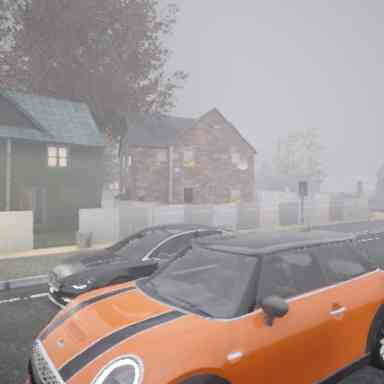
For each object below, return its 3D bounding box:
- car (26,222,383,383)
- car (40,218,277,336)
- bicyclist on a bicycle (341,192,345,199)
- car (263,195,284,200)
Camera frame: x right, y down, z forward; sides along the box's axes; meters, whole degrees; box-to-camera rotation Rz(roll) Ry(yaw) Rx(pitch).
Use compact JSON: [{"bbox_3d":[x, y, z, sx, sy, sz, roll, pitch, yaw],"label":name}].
[{"bbox_3d":[0.541,1.335,4.040,4.553,1.767,2.097,-1,0,-35],"label":"car"},{"bbox_3d":[-0.497,1.484,7.291,4.892,1.490,1.837,0,0,-35],"label":"car"},{"bbox_3d":[19.556,0.771,43.180,1.656,1.620,0.582,1,1,-20],"label":"bicyclist on a bicycle"},{"bbox_3d":[11.847,0.762,47.273,2.128,1.511,4.902,1,1,-20],"label":"car"}]
